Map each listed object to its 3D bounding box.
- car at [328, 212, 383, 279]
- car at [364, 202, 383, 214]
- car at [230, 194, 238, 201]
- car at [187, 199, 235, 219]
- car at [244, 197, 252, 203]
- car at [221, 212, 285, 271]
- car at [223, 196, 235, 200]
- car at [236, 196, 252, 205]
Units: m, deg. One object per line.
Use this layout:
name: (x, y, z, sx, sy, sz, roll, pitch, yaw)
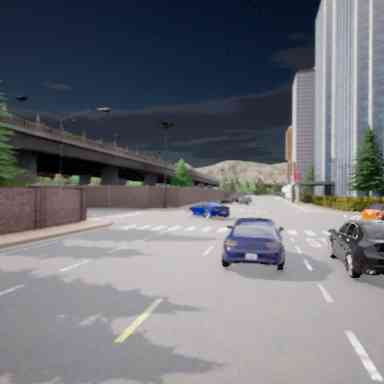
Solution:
car: (5.450, 1.595, 10.139, 1.837, 1.490, 4.892, 1, 0, 13)
car: (14.850, 1.624, 23.985, 4.553, 1.767, 2.097, 1, 0, -5)
car: (10.310, 1.619, 82.073, 2.150, 2.045, 5.566, 1, 0, 12)
car: (1.418, 1.609, 30.706, 1.882, 1.535, 5.008, 2, -1, -32)
car: (13.734, 1.925, 81.357, 1.837, 1.490, 4.892, 1, 0, 12)
car: (2.096, 1.587, 11.189, 1.812, 1.442, 4.674, 1, 0, 13)
car: (6.986, 1.906, 66.840, 1.895, 1.301, 4.718, 1, 0, 12)
car: (10.409, 1.839, 66.119, 1.837, 1.490, 4.892, 1, 0, 12)
